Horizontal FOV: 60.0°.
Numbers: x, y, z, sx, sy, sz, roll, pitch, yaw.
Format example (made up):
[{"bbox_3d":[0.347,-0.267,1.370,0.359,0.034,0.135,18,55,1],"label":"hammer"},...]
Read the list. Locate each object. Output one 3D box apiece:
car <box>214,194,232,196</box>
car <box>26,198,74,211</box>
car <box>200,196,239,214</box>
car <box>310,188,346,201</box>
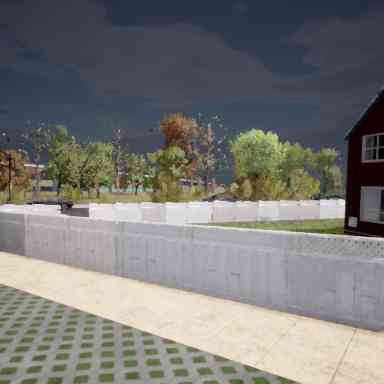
[{"bbox_3d":[3.368,1.029,40.774,4.892,1.490,1.837,-1,2,-18],"label":"car"},{"bbox_3d":[-14.816,1.258,34.702,4.718,1.301,1.895,0,2,-18],"label":"car"},{"bbox_3d":[3.174,1.408,30.239,4.674,1.442,1.812,0,2,-18],"label":"car"},{"bbox_3d":[19.039,0.480,45.902,5.566,2.045,2.150,0,2,-19],"label":"car"}]
